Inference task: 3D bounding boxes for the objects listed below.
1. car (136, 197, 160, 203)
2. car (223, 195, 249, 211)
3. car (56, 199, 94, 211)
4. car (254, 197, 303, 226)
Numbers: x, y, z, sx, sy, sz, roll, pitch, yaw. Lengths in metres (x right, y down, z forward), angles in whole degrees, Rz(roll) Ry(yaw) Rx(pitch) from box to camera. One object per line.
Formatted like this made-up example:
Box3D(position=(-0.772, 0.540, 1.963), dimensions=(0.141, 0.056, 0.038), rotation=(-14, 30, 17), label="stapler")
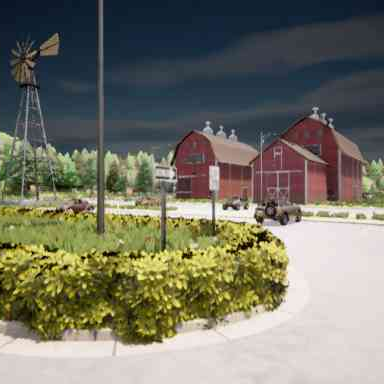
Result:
Box3D(position=(-6.068, 1.460, 46.884), dimensions=(1.816, 1.474, 4.193), rotation=(0, 0, 35), label="car")
Box3D(position=(5.287, 1.265, 39.593), dimensions=(1.905, 1.878, 3.866), rotation=(0, 0, 35), label="car")
Box3D(position=(-12.493, 1.473, 35.675), dimensions=(1.784, 1.438, 3.905), rotation=(0, 0, 35), label="car")
Box3D(position=(5.998, 1.258, 22.889), dimensions=(1.932, 1.855, 4.605), rotation=(0, 0, 35), label="car")
